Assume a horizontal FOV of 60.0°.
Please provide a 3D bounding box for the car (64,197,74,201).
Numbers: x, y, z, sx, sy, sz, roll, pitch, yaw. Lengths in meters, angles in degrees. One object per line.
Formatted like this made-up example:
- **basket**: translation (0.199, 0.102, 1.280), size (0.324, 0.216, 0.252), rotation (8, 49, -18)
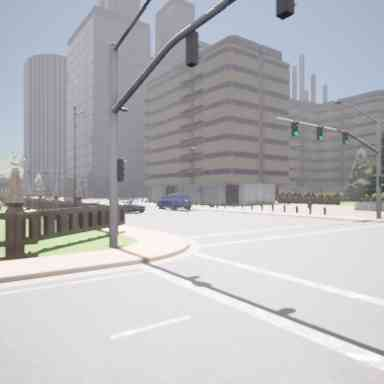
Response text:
- **car**: translation (-19.018, 1.517, 52.583), size (1.837, 1.490, 4.892), rotation (0, 0, -35)

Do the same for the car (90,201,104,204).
- **car**: translation (-9.524, 1.601, 33.069), size (1.895, 1.301, 4.718), rotation (0, 0, -35)

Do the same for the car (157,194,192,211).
- **car**: translation (-2.190, 1.246, 41.039), size (2.150, 2.045, 5.566), rotation (0, 0, -35)

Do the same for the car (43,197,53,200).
- **car**: translation (-21.839, 1.528, 50.511), size (1.812, 1.442, 4.674), rotation (0, 0, -35)

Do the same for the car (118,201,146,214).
- **car**: translation (-6.670, 1.601, 35.094), size (1.895, 1.301, 4.718), rotation (0, 0, -35)
